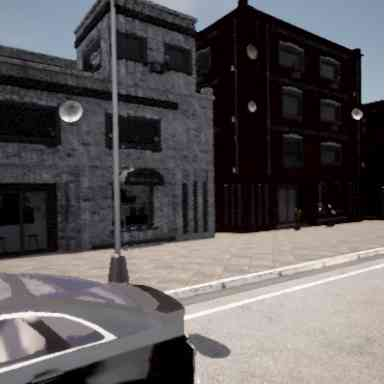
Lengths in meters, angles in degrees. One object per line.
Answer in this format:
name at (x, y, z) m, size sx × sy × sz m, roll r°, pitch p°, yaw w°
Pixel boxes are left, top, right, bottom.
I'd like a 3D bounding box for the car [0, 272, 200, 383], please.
car at (-2.228, 1.491, 2.382) m, size 4.902 × 1.511 × 2.128 m, roll 0°, pitch 0°, yaw -35°
